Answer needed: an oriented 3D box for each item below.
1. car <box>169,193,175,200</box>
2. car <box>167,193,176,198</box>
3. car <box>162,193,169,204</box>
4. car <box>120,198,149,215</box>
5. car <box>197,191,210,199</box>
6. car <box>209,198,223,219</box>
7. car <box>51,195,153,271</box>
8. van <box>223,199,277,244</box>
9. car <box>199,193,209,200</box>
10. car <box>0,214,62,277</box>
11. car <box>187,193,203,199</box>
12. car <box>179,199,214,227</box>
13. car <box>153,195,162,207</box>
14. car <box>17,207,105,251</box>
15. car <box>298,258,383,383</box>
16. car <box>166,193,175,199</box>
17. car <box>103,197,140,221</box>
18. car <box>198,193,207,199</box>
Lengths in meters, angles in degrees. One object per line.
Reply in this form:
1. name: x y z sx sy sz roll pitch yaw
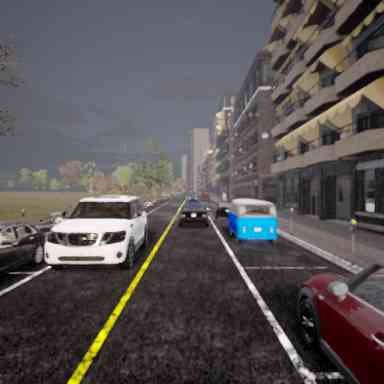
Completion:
1. car: -5.309 1.018 70.772 2.008 1.369 4.403 1 0 0
2. car: -5.310 0.896 87.734 2.008 1.369 4.403 1 0 0
3. car: -5.308 1.137 53.810 1.887 1.381 4.507 1 0 0
4. car: -5.308 1.327 31.196 1.947 1.339 4.313 1 0 0
5. car: 2.574 0.819 65.782 2.192 1.841 5.009 1 0 0
6. car: 2.573 1.365 26.158 1.947 1.339 4.313 1 0 0
7. car: -2.760 1.136 10.974 2.150 2.045 5.566 0 0 0
8. van: 2.576 1.226 14.835 1.690 1.788 3.998 1 0 0
9. car: 2.571 1.007 71.445 1.887 1.381 4.507 1 0 0
10. car: -5.307 1.484 8.580 2.008 1.369 4.403 1 0 0
11. car: 0.107 1.213 40.994 1.812 1.442 4.674 0 1 0
12. car: 0.101 1.382 21.475 2.033 1.411 5.357 0 0 0
13. car: -5.307 1.117 42.502 1.967 1.590 4.097 1 0 0
14. car: -5.307 1.440 14.234 2.008 1.369 4.403 1 0 0
15. car: 2.575 1.412 3.514 1.967 1.590 4.097 1 0 0
16. car: -5.309 0.931 82.079 1.887 1.381 4.507 1 0 0
17. car: -5.306 1.244 25.540 1.967 1.590 4.097 1 0 0
18. car: 2.571 0.947 82.766 1.947 1.339 4.313 1 0 0
